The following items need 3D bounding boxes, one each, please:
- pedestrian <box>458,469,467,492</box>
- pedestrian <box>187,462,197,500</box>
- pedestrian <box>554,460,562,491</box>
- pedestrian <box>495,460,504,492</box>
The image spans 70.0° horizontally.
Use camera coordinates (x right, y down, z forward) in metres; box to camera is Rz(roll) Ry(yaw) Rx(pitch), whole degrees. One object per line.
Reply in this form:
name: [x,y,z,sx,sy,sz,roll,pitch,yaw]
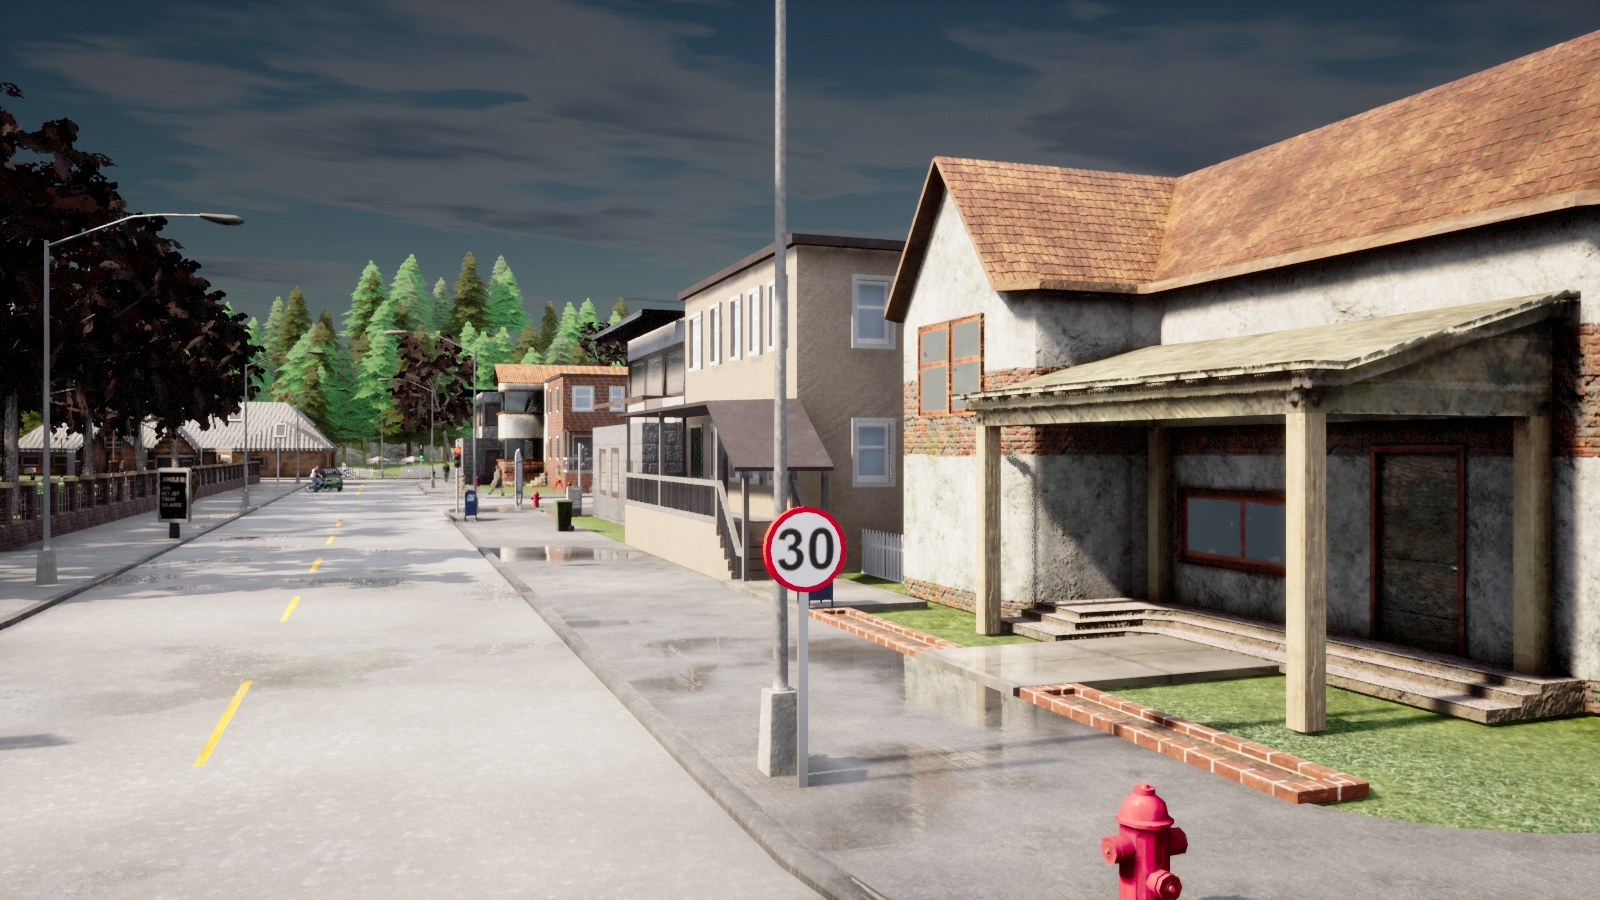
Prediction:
pedestrian: [-19.849,1.797,67.182,0.375,1.300,0.375,0,0,2]
pedestrian: [-30.154,1.525,56.694,0.375,1.860,0.375,0,0,-20]
pedestrian: [-14.647,1.516,69.105,0.375,1.860,0.375,0,0,5]
pedestrian: [-17.396,1.516,66.095,0.375,1.860,0.375,0,0,9]
